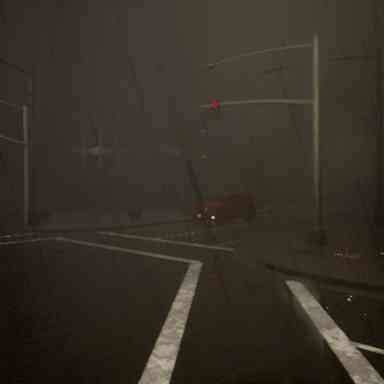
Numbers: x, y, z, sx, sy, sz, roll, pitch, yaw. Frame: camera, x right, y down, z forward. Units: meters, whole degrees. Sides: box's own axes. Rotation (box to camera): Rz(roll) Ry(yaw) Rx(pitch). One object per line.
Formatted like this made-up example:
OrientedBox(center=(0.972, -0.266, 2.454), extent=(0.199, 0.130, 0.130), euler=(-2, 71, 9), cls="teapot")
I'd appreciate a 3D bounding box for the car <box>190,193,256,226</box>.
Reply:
OrientedBox(center=(2.287, 1.121, 23.029), extent=(2.150, 2.045, 5.566), euler=(0, 0, 42), cls="car")
